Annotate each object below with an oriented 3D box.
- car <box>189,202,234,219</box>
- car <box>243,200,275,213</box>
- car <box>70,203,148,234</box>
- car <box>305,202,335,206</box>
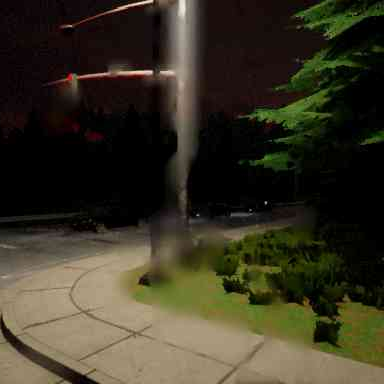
[{"bbox_3d":[1.747,1.574,28.814,1.895,1.301,4.718,0,0,35],"label":"car"},{"bbox_3d":[7.478,1.574,36.955,1.895,1.301,4.718,0,0,36],"label":"car"},{"bbox_3d":[-4.706,1.451,19.477,1.882,1.535,5.008,0,0,35],"label":"car"},{"bbox_3d":[16.379,1.195,42.928,2.150,2.045,5.566,0,0,36],"label":"car"}]
